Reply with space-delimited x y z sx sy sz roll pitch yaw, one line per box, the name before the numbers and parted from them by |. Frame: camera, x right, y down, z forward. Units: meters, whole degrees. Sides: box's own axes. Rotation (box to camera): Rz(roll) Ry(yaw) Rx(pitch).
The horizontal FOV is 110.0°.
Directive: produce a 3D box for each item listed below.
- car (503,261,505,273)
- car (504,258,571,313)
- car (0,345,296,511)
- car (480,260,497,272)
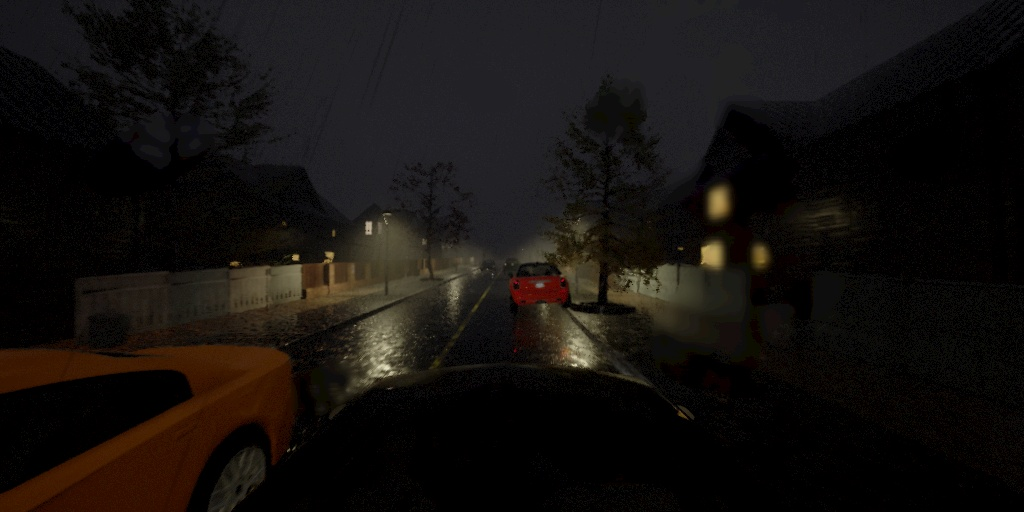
car | 0.076 0.960 40.727 2.097 1.767 4.553 0 0 0
car | 0.924 1.000 13.969 2.097 1.767 4.553 -3 -1 0
car | -2.850 1.230 1.093 1.882 1.535 5.008 0 0 0
car | -2.828 1.147 43.972 2.033 1.411 5.357 0 0 0
